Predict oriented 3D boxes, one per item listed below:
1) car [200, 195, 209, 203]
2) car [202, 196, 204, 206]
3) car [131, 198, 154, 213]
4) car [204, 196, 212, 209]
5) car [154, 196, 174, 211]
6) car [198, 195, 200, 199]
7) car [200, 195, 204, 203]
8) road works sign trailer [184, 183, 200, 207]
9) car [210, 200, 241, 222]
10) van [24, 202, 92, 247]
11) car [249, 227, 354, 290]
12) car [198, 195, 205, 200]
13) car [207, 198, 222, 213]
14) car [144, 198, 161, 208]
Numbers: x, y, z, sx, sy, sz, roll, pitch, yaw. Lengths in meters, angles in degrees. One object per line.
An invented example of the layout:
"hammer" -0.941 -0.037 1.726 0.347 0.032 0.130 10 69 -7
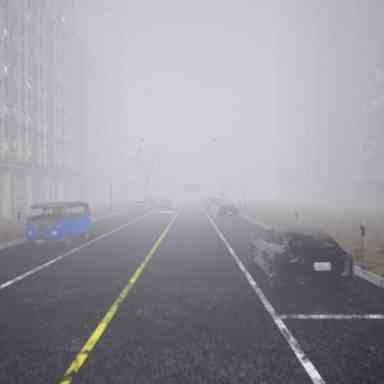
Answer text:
"car" 2.683 1.463 71.151 1.752 1.417 4.829 -1 0 0
"car" 2.683 1.531 42.768 1.947 1.339 4.313 -1 0 0
"car" -5.697 1.551 37.126 1.802 1.307 4.206 -1 0 0
"car" 2.682 1.411 37.125 1.967 1.590 4.097 -1 0 0
"car" -3.091 1.514 40.034 2.033 1.411 5.357 0 0 0
"car" 2.683 1.488 65.339 1.887 1.381 4.507 -1 0 0
"car" 2.683 1.521 54.054 1.947 1.339 4.313 -1 0 0
"road works sign trailer" 0.002 0.423 50.317 2.380 3.560 2.880 0 0 0
"car" 2.683 1.546 25.840 1.947 1.339 4.313 -1 0 0
"van" -5.701 1.330 14.561 1.690 1.788 3.998 -1 0 0
"car" 2.683 1.560 8.912 1.947 1.339 4.313 -1 0 0
"car" 2.684 1.456 93.553 1.887 1.381 4.507 -1 0 0
"car" 2.683 1.557 31.483 1.802 1.307 4.206 -1 0 0
"car" -5.698 1.525 48.408 1.947 1.339 4.313 -1 0 0
